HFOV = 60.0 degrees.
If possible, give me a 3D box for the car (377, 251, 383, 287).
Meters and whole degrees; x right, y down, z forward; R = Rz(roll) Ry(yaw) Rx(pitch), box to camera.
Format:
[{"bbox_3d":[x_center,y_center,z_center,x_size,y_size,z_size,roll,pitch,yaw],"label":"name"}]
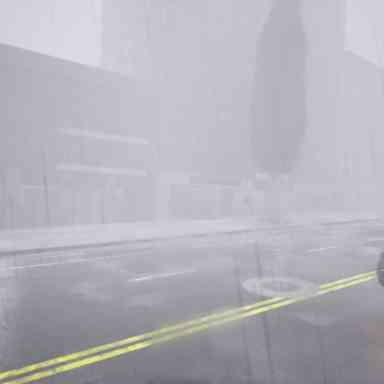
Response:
[{"bbox_3d":[6.135,1.543,7.846,4.674,1.442,1.812,0,0,-36],"label":"car"}]
